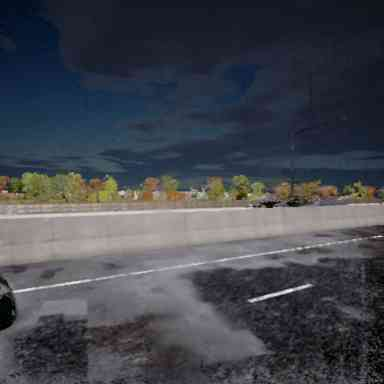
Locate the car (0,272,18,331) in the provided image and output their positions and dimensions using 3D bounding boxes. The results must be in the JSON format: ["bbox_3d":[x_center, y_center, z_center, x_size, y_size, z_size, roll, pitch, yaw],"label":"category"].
[{"bbox_3d":[-4.797,1.558,4.619,4.181,1.385,1.994,0,0,-36],"label":"car"}]

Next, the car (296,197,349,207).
[{"bbox_3d":[11.938,1.404,29.329,5.357,1.411,2.033,0,0,-35],"label":"car"}]

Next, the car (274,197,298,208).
[{"bbox_3d":[9.952,1.275,32.210,4.892,1.490,1.837,0,0,-35],"label":"car"}]
